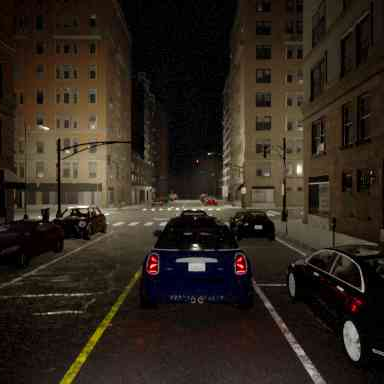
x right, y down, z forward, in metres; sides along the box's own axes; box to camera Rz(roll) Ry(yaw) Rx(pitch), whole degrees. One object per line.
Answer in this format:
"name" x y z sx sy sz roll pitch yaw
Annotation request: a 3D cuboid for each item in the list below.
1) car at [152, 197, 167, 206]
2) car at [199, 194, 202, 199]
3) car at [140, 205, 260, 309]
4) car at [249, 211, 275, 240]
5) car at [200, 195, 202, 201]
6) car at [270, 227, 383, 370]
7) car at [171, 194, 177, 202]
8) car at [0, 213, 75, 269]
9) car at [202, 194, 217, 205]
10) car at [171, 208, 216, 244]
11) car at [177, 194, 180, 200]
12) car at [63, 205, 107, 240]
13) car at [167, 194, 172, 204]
"car" -5.490 1.617 53.665 1.802 1.307 4.206 0 0 0
"car" 3.133 1.523 75.264 1.967 1.590 4.097 0 0 0
"car" 0.099 1.352 8.027 2.097 1.767 4.553 0 0 0
"car" 2.899 1.566 16.538 1.947 1.339 4.313 0 0 0
"car" 3.084 1.606 64.446 2.008 1.369 4.403 0 0 0
"car" 2.869 1.551 5.536 2.008 1.369 4.403 0 0 0
"car" -5.368 1.625 80.537 1.752 1.417 4.829 0 0 0
"car" -5.641 1.582 11.061 1.802 1.307 4.206 0 0 0
"car" 3.034 1.475 53.628 1.967 1.590 4.097 0 0 0
"car" 0.089 1.564 16.610 1.994 1.385 4.181 0 0 1
"car" -5.319 1.456 91.525 2.192 1.841 5.009 0 0 0
"car" -5.626 1.441 16.562 1.967 1.590 4.097 0 0 0
"car" -5.440 1.606 64.481 2.008 1.369 4.403 0 0 0
